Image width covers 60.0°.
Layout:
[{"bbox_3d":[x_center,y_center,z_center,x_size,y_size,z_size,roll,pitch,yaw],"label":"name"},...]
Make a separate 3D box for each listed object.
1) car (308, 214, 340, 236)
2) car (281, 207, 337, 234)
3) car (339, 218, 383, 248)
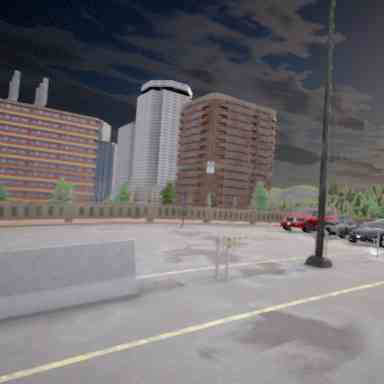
[{"bbox_3d":[10.484,2.522,23.285,4.181,1.385,1.994,5,-3,-34],"label":"car"},{"bbox_3d":[9.707,2.264,26.987,5.566,2.045,2.150,5,-3,-34],"label":"car"},{"bbox_3d":[11.059,2.359,19.443,4.892,1.490,1.837,5,-3,-34],"label":"car"}]
